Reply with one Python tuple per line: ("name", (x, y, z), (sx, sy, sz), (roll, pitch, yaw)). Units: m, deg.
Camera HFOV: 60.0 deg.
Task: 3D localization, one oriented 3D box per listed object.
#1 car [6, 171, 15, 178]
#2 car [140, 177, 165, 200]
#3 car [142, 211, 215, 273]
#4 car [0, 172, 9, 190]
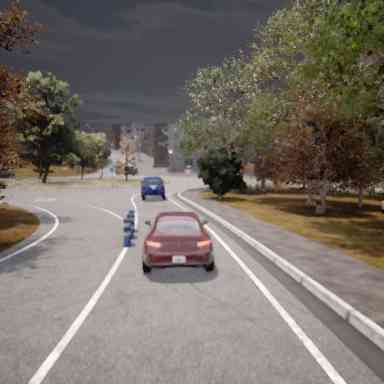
("car", (-37.693, -3.350, 65.955), (1.837, 1.490, 4.892), (3, 5, 29))
("car", (-3.740, -0.476, 31.820), (2.150, 2.045, 5.566), (-1, 5, -8))
("car", (-0.441, 1.287, 9.863), (1.812, 1.442, 4.674), (0, 2, -4))
("car", (-23.923, -0.951, 37.113), (5.566, 2.045, 2.150), (2, 6, 15))
